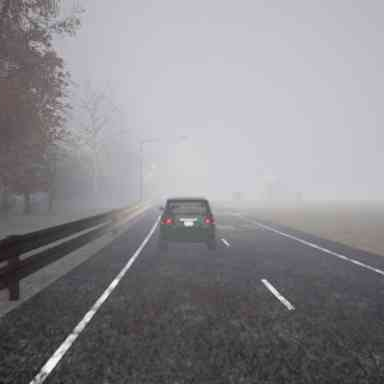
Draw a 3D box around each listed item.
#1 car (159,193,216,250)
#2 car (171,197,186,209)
[{"bbox_3d":[-0.257,1.200,14.431,2.150,2.045,5.566,0,0,-3],"label":"car"},{"bbox_3d":[-1.792,1.426,44.343,1.837,1.490,4.892,0,0,-3],"label":"car"}]
